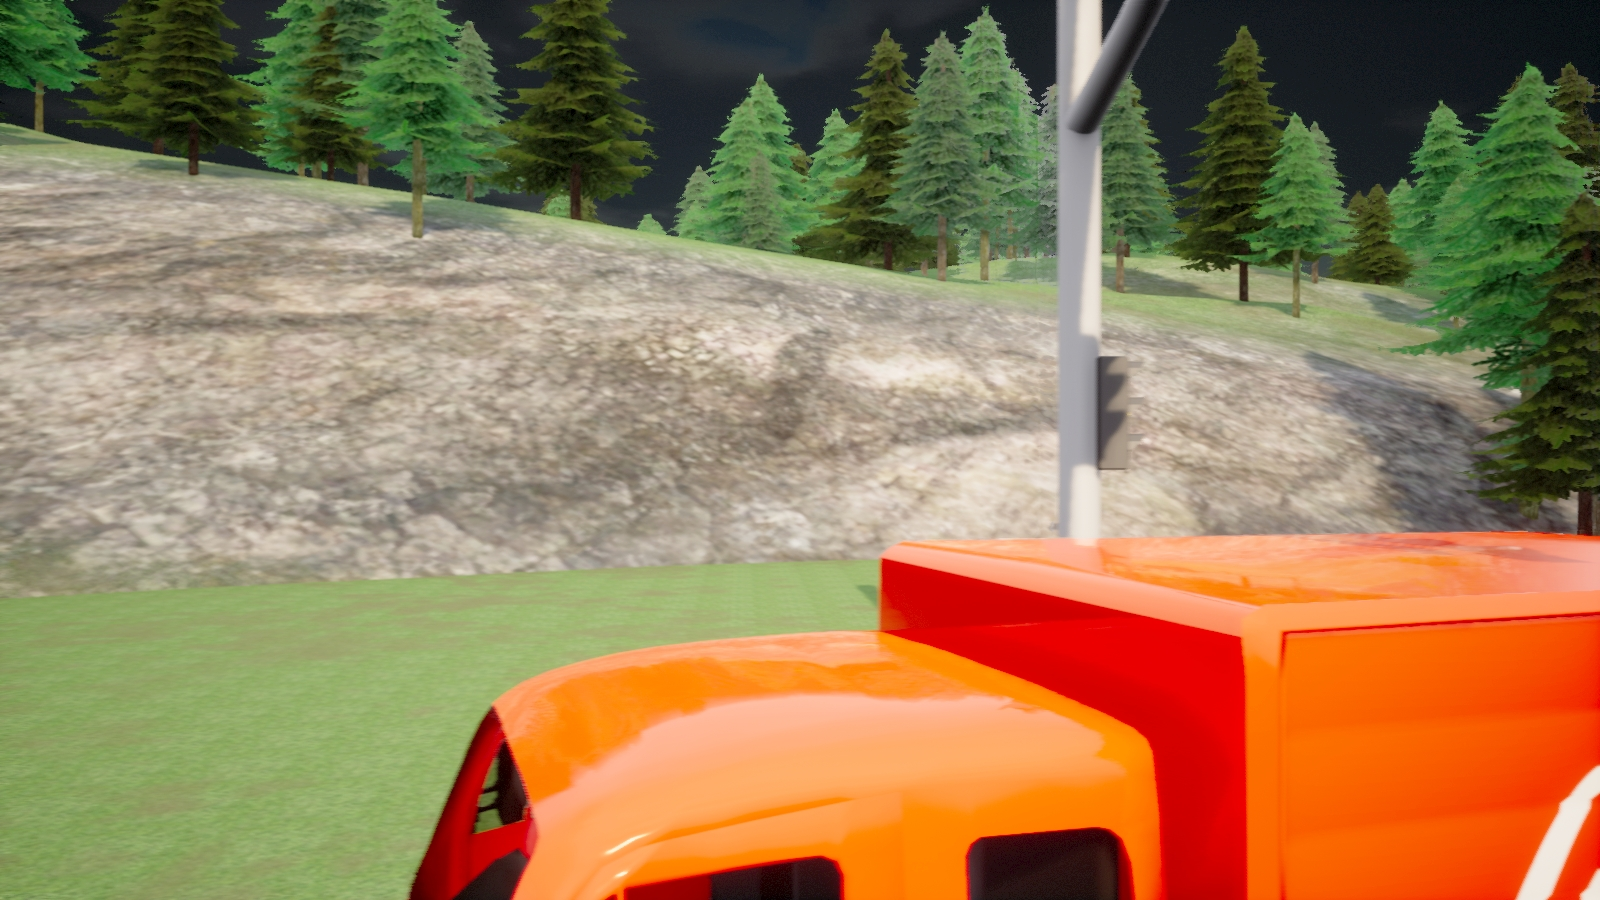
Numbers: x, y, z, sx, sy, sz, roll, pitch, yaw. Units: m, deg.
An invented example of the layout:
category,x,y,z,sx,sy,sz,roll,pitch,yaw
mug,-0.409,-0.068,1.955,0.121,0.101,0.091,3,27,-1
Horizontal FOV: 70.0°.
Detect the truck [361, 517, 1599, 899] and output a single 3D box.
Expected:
category,x,y,z,sx,sy,sz,roll,pitch,yaw
truck,1.384,1.569,3.753,5.204,2.467,2.627,0,0,-19
